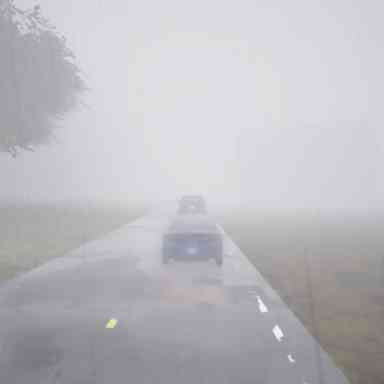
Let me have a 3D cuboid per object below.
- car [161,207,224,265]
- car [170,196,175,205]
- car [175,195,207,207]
[{"bbox_3d":[0.036,1.495,11.771,1.882,1.535,5.008,0,0,1],"label":"car"},{"bbox_3d":[-2.781,1.465,58.250,1.882,1.535,5.008,0,0,1],"label":"car"},{"bbox_3d":[0.037,1.251,26.516,2.150,2.045,5.566,0,0,1],"label":"car"}]
